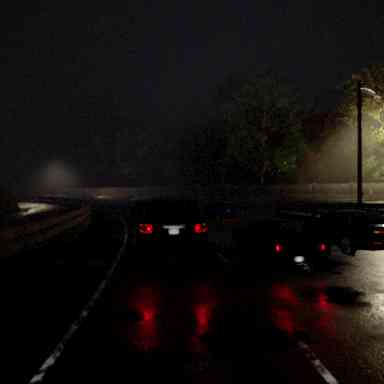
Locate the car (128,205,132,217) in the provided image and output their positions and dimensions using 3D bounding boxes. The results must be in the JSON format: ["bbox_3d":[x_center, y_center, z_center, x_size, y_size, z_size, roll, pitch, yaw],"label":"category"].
[{"bbox_3d":[-4.205,1.460,28.135,1.837,1.490,4.892,0,0,-15],"label":"car"}]

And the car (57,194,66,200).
[{"bbox_3d":[-34.612,1.350,86.533,4.902,1.511,2.128,0,0,40],"label":"car"}]

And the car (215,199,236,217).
[{"bbox_3d":[2.390,1.407,30.447,1.882,1.535,5.008,0,0,-16],"label":"car"}]

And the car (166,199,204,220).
[{"bbox_3d":[-0.694,1.434,28.513,2.128,1.511,4.902,0,0,-15],"label":"car"}]

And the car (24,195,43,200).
[{"bbox_3d":[-39.077,1.357,81.124,4.674,1.442,1.812,0,0,39],"label":"car"}]

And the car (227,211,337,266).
[{"bbox_3d":[2.741,1.568,11.434,1.895,1.301,4.718,0,0,-6],"label":"car"}]

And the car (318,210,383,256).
[{"bbox_3d":[6.040,1.457,12.996,1.837,1.490,4.892,0,0,-7],"label":"car"}]

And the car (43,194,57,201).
[{"bbox_3d":[-36.851,1.343,83.824,4.902,1.511,2.128,0,0,39],"label":"car"}]

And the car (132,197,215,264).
[{"bbox_3d":[-0.831,1.199,11.986,2.150,2.045,5.566,0,0,-7],"label":"car"}]
